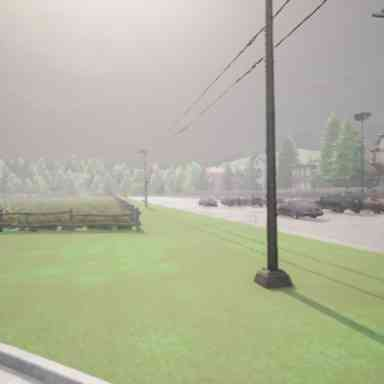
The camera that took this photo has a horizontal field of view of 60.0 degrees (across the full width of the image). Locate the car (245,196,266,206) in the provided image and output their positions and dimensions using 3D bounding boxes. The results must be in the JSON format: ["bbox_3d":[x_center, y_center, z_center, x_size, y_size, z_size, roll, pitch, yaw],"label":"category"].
[{"bbox_3d":[9.245,1.384,51.806,1.837,1.490,4.892,-1,0,-15],"label":"car"}]

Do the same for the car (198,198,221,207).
[{"bbox_3d":[2.315,1.537,50.636,1.994,1.385,4.181,-1,0,-15],"label":"car"}]

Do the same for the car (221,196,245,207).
[{"bbox_3d":[5.860,1.430,50.915,1.837,1.490,4.892,-1,0,-15],"label":"car"}]

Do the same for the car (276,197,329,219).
[{"bbox_3d":[8.479,1.433,27.390,2.033,1.411,5.357,-1,0,-15],"label":"car"}]

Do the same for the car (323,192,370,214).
[{"bbox_3d":[14.274,1.029,32.828,2.150,2.045,5.566,-1,0,-15],"label":"car"}]

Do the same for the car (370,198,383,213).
[{"bbox_3d":[17.891,1.284,32.854,1.812,1.442,4.674,-1,0,-15],"label":"car"}]
